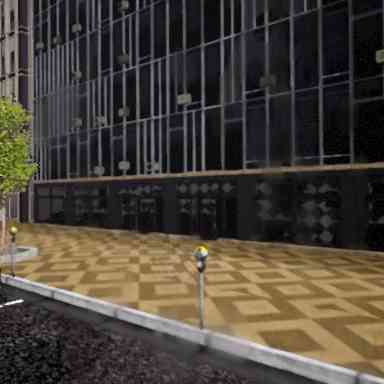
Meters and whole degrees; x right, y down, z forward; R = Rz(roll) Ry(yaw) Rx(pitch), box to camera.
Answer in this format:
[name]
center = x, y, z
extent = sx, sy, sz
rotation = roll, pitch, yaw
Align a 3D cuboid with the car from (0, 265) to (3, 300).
[car]
center = -5.586, 1.625, 6.862
extent = 4.313, 1.339, 1.947
rotation = 0, 0, 36
